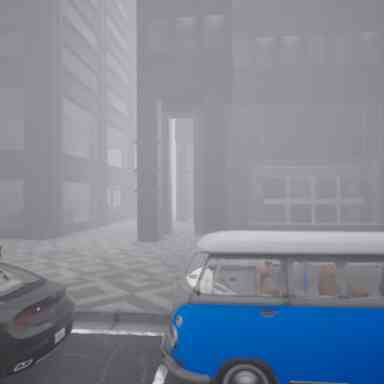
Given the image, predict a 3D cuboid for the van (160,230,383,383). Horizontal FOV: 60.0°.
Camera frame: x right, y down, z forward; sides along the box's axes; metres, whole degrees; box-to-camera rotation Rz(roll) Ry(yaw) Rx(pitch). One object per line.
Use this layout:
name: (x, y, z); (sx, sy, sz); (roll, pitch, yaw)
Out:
van: (1.724, 1.373, 3.970); (3.998, 1.788, 1.690); (-1, -1, 6)

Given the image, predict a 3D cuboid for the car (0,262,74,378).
car: (-3.884, 1.632, 4.517); (4.403, 1.369, 2.008); (-1, -1, 6)
